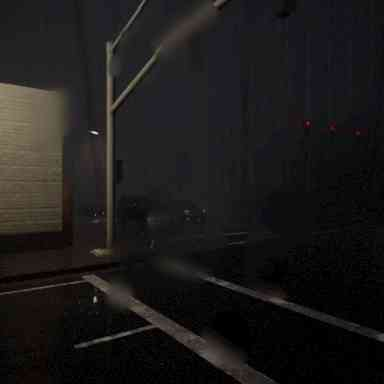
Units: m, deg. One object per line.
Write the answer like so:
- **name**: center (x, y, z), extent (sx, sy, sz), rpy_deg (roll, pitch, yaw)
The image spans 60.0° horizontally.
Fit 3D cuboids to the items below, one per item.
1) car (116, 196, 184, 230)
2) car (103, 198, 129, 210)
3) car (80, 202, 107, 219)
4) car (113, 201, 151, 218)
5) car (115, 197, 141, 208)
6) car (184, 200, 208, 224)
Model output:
- **car**: center (-3.171, 1.277, 22.291), extent (2.150, 2.045, 5.566), rpy_deg (0, 0, -36)
- **car**: center (-10.210, 1.581, 44.441), extent (1.812, 1.442, 4.674), rpy_deg (0, 0, -36)
- **car**: center (-8.640, 1.619, 29.955), extent (1.994, 1.385, 4.181), rpy_deg (0, 0, -35)
- **car**: center (-5.827, 1.619, 32.032), extent (1.994, 1.385, 4.181), rpy_deg (0, 0, -35)
- **car**: center (-9.582, 1.560, 49.630), extent (1.837, 1.490, 4.892), rpy_deg (0, 0, -37)
- **car**: center (-0.805, 1.407, 25.005), extent (2.097, 1.767, 4.553), rpy_deg (0, 0, -36)
